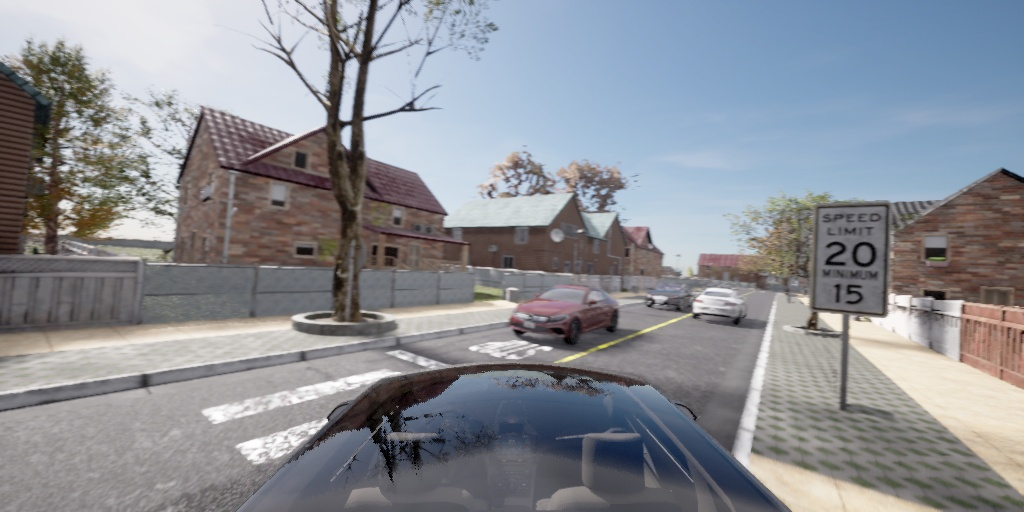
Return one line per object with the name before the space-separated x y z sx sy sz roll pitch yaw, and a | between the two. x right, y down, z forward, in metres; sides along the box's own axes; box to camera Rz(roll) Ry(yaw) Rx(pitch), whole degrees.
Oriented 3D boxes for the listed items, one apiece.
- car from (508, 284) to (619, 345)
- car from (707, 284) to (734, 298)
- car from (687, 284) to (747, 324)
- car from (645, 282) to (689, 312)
car | 1.811 1.602 10.901 1.812 1.442 4.674 3 -2 36
car | 22.298 3.684 38.256 1.895 1.301 4.718 3 -2 37
car | 9.914 2.270 17.032 1.812 1.442 4.674 3 -2 37
car | 9.321 2.298 21.000 2.128 1.511 4.902 3 -2 37
